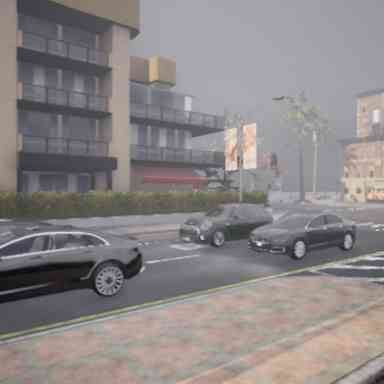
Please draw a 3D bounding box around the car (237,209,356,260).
[{"bbox_3d":[4.228,1.484,12.456,4.892,1.490,1.837,0,0,-35],"label":"car"}]

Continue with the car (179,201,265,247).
[{"bbox_3d":[1.646,1.332,14.914,4.553,1.767,2.097,0,0,-35],"label":"car"}]

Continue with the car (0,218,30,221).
[{"bbox_3d":[-5.688,1.523,9.670,4.674,1.442,1.812,0,0,-35],"label":"car"}]

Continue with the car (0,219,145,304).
[{"bbox_3d":[-3.402,1.489,7.005,4.902,1.511,2.128,0,0,-35],"label":"car"}]
